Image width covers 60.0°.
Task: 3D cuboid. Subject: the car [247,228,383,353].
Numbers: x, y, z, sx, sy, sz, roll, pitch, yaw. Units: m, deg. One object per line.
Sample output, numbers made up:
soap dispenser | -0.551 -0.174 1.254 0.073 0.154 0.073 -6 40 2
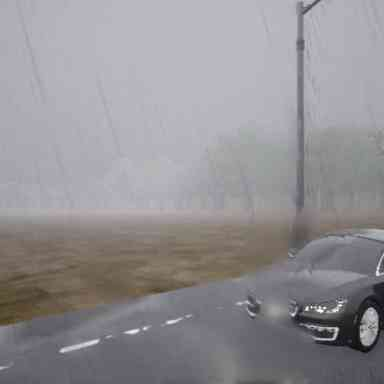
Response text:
car | 3.166 1.504 6.248 4.892 1.490 1.837 0 0 -35
